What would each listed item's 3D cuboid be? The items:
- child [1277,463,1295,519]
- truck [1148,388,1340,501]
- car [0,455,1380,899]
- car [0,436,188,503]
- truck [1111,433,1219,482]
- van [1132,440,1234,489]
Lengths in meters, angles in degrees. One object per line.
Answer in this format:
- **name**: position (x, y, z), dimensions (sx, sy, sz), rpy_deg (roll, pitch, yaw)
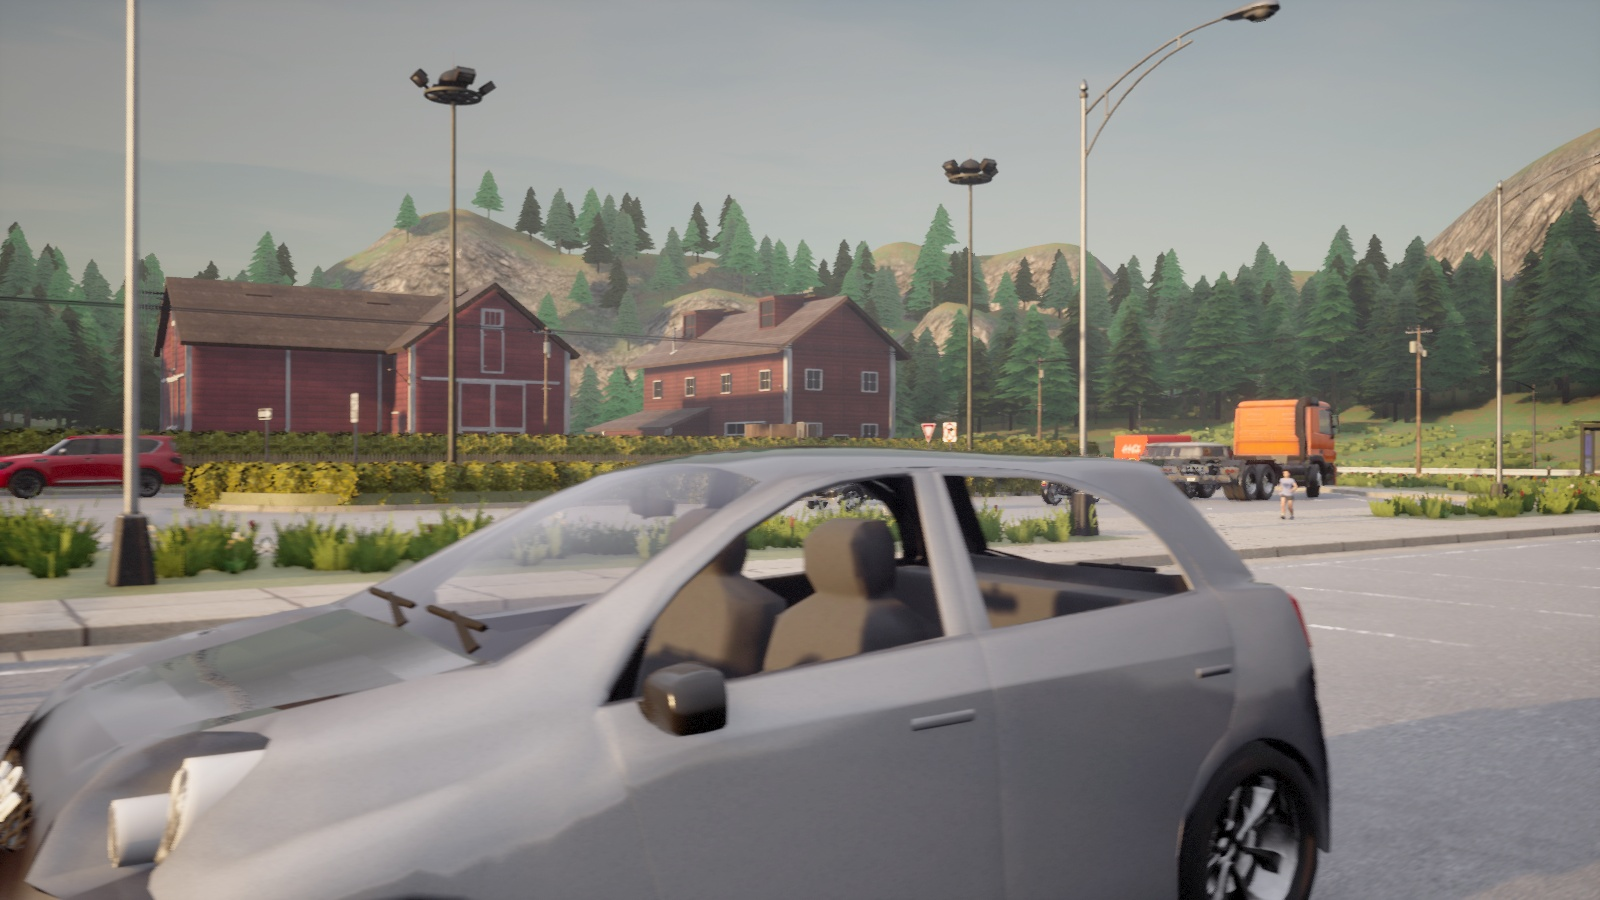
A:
- **child**: position (9.898, 0.831, 25.586), dimensions (0.255, 1.110, 0.394), rpy_deg (0, 0, 34)
- **truck**: position (15.015, -0.165, 42.085), dimensions (7.936, 3.462, 2.891), rpy_deg (0, 0, -45)
- **car**: position (-0.295, 0.768, 3.454), dimensions (3.633, 1.501, 1.845), rpy_deg (0, 0, -35)
- **car**: position (-23.019, 0.612, 40.575), dimensions (5.566, 2.045, 2.150), rpy_deg (0, 0, -34)
- **truck**: position (18.827, 0.377, 64.708), dimensions (5.204, 2.467, 2.627), rpy_deg (0, 0, -34)
- **van**: position (16.205, 0.595, 53.315), dimensions (1.775, 1.987, 4.442), rpy_deg (0, 0, -21)
